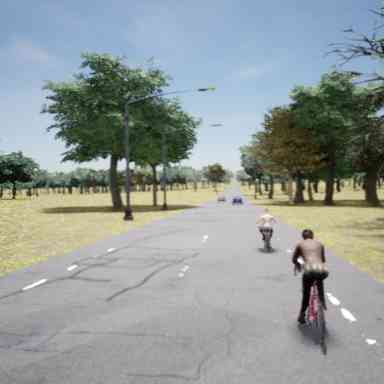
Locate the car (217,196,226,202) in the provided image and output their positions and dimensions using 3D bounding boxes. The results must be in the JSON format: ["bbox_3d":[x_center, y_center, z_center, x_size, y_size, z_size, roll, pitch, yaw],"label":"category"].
[{"bbox_3d":[6.941,1.589,77.982,2.128,1.511,4.902,-1,0,7],"label":"car"}]

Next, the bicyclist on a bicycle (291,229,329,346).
[{"bbox_3d":[1.920,1.439,5.397,0.582,1.620,1.656,-1,-1,7],"label":"bicyclist on a bicycle"}]

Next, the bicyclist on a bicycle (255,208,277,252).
[{"bbox_3d":[2.896,1.431,12.904,0.866,1.612,1.509,-1,0,8],"label":"bicyclist on a bicycle"}]

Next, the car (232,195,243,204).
[{"bbox_3d":[8.717,1.535,63.852,1.882,1.535,5.008,-1,0,8],"label":"car"}]

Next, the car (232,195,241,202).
[{"bbox_3d":[10.105,1.499,75.200,1.882,1.535,5.008,-1,0,7],"label":"car"}]
